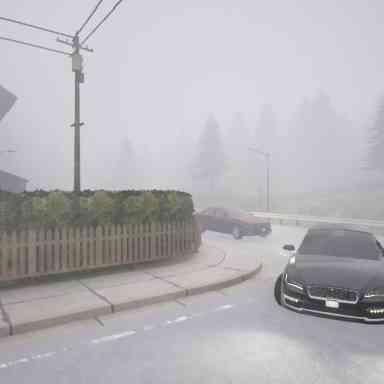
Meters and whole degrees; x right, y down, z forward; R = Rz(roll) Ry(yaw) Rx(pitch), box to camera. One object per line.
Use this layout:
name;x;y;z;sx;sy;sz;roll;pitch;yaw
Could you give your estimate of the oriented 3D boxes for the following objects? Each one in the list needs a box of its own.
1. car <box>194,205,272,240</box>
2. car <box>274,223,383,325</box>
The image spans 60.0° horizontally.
car;1.981;1.478;17.518;1.882;1.535;5.008;0;0;-33
car;3.277;1.505;7.381;1.837;1.490;4.892;0;0;27
